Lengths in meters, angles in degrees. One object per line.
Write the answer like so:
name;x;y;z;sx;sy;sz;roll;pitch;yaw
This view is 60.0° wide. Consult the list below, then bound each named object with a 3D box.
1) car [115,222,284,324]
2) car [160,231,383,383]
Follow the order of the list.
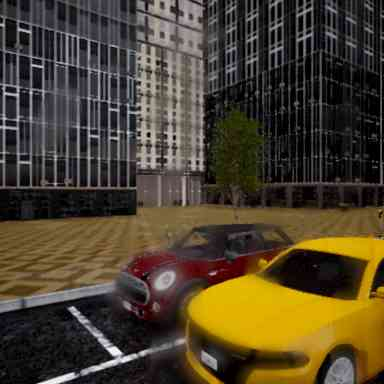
car;0.503;1.431;6.920;4.097;1.590;1.967;0;0;-36
car;2.225;1.468;4.914;5.008;1.535;1.882;-1;0;-35
